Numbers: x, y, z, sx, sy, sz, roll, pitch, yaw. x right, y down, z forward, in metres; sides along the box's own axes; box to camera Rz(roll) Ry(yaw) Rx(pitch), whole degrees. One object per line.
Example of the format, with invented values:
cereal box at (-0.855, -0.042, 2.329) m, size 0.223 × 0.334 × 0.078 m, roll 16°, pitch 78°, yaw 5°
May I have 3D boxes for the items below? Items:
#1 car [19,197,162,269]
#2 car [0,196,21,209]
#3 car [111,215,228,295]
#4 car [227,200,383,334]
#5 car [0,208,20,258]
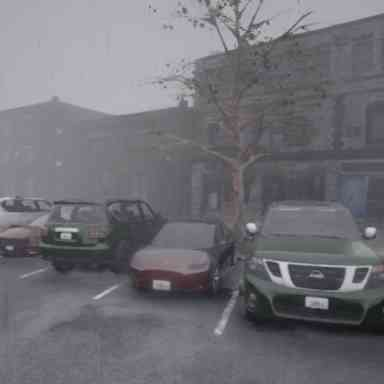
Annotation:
car at (-2.412, 1.222, 10.843) m, size 2.435 × 2.045 × 5.566 m, roll 0°, pitch -1°, yaw 15°
car at (-7.305, 1.216, 14.331) m, size 2.435 × 2.045 × 5.566 m, roll 0°, pitch -1°, yaw 15°
car at (0.026, 1.506, 9.039) m, size 2.163 × 1.488 × 4.792 m, roll 1°, pitch -1°, yaw 15°
car at (2.479, 1.228, 7.297) m, size 2.435 × 2.045 × 5.566 m, roll 1°, pitch -1°, yaw 16°
car at (-4.861, 1.470, 12.559) m, size 2.097 × 1.535 × 5.008 m, roll 1°, pitch -1°, yaw 15°
